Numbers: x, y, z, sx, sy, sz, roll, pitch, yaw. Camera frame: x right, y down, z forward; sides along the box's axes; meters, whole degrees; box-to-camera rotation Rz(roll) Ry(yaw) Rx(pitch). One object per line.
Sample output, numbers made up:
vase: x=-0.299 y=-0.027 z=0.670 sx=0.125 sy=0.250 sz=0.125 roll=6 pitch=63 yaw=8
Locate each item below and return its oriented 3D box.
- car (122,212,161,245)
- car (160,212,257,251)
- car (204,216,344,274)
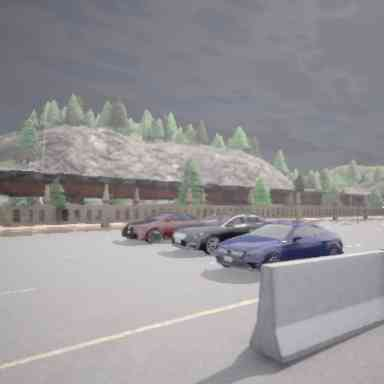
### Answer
car: x=-1.196 y=1.651 z=16.040 sx=4.181 sy=1.385 sz=1.994 roll=2 pitch=-1 yaw=-35
car: x=1.479 y=1.601 z=13.648 sx=4.902 sy=1.511 sz=2.128 roll=2 pitch=-1 yaw=-35
car: x=2.880 y=1.615 z=10.348 sx=4.674 sy=1.442 sz=1.812 roll=2 pitch=-1 yaw=-36
